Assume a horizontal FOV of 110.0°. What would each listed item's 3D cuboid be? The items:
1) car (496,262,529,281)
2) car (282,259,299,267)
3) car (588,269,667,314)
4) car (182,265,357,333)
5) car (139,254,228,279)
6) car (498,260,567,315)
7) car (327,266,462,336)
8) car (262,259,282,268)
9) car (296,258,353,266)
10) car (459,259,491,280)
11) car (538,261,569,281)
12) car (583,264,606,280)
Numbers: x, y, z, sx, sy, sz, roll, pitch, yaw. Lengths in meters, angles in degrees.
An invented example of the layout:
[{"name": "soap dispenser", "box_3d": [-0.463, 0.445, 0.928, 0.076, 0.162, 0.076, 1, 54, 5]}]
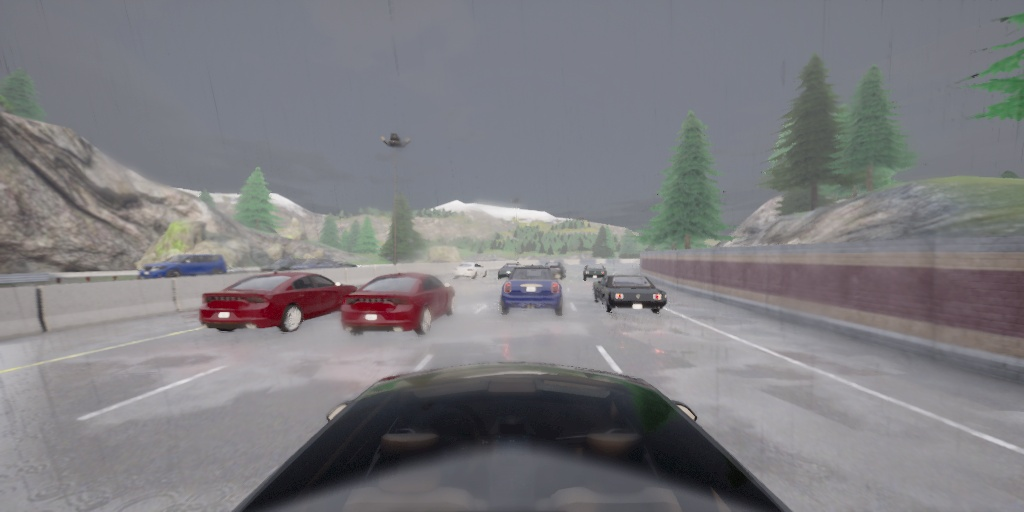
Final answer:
[{"name": "car", "box_3d": [0.123, 1.303, 31.346, 1.994, 1.385, 4.181, 0, 0, 13]}, {"name": "car", "box_3d": [-17.755, 1.037, 32.331, 2.097, 1.767, 4.553, 0, 0, 12]}, {"name": "car", "box_3d": [4.312, 1.359, 13.912, 1.895, 1.301, 4.718, 0, 0, 6]}, {"name": "car", "box_3d": [-6.469, 1.205, 10.714, 1.882, 1.535, 5.008, 0, 0, 4]}, {"name": "car", "box_3d": [-25.655, 0.887, 28.362, 2.150, 2.045, 5.566, 0, 0, 10]}, {"name": "car", "box_3d": [0.828, 1.100, 13.832, 2.097, 1.767, 4.553, 0, 0, 5]}, {"name": "car", "box_3d": [-2.981, 1.215, 10.464, 1.882, 1.535, 5.008, 0, 0, 4]}, {"name": "car", "box_3d": [-21.064, 1.027, 33.579, 2.097, 1.767, 4.553, 0, 0, 13]}, {"name": "car", "box_3d": [-14.749, 1.187, 29.554, 2.128, 1.511, 4.902, 0, 0, 11]}, {"name": "car", "box_3d": [-3.549, 1.254, 31.047, 1.812, 1.442, 4.674, 0, 0, 12]}, {"name": "car", "box_3d": [3.722, 1.242, 31.439, 2.128, 1.511, 4.902, 0, 0, 13]}, {"name": "car", "box_3d": [7.129, 1.362, 30.784, 1.895, 1.301, 4.718, 0, 0, 13]}]
